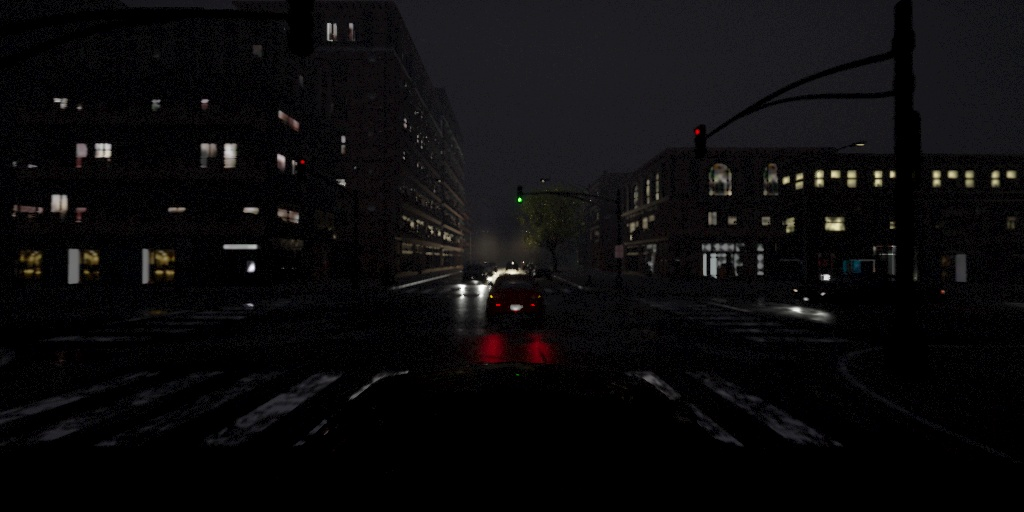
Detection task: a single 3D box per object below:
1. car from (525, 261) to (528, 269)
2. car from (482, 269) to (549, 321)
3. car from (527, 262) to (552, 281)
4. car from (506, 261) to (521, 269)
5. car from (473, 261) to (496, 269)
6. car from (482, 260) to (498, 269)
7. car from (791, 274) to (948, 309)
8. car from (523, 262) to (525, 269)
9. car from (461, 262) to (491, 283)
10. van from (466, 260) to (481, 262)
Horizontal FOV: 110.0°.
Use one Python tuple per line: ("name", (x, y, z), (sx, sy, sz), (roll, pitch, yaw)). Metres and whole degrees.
("car", (2.697, 1.483, 38.791), (1.967, 1.591, 4.097), (0, 0, 0))
("car", (0.099, 1.356, 12.797), (1.812, 1.442, 4.674), (0, 0, 0))
("car", (2.696, 1.545, 33.094), (2.007, 1.370, 4.403), (0, 0, 0))
("car", (0.009, 1.578, 59.804), (2.097, 1.767, 4.553), (0, -1, 0))
("car", (-3.075, 1.582, 40.371), (1.812, 1.442, 4.674), (0, 0, 0))
("car", (-3.056, 1.660, 51.931), (1.837, 1.490, 4.892), (0, 0, 0))
("car", (15.235, 1.467, 15.401), (5.357, 1.411, 2.033), (0, 0, -1))
("car", (2.697, 1.531, 44.486), (1.967, 1.591, 4.097), (0, 0, 0))
("car", (-3.085, 1.477, 30.430), (1.837, 1.490, 4.892), (0, 0, 0))
("van", (-5.683, 1.481, 50.186), (1.690, 1.789, 3.998), (0, 0, 0))
